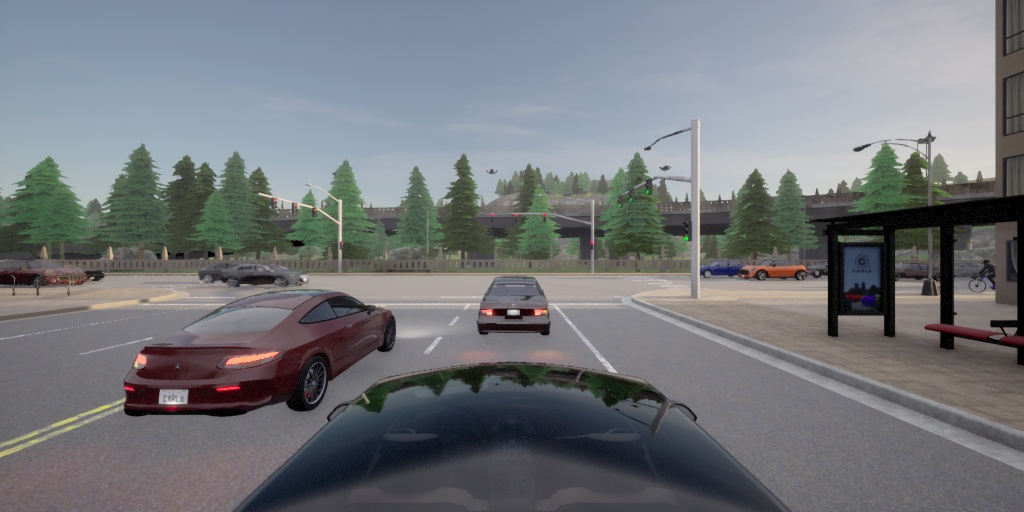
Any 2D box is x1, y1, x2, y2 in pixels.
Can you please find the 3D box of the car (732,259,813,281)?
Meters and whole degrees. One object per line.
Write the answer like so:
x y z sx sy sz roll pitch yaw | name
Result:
20.951 1.046 28.973 4.553 1.767 2.097 0 0 2 | car

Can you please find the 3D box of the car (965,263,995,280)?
38.074 1.258 30.464 4.181 1.385 1.994 0 0 17 | car

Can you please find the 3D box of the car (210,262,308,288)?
-15.290 1.195 22.276 4.902 1.511 2.128 0 1 1 | car

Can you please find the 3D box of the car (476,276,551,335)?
0.087 1.297 10.464 2.033 1.411 5.357 0 0 1 | car

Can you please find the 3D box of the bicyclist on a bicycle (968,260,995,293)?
22.755 0.995 17.060 0.582 1.620 1.656 0 0 1 | bicyclist on a bicycle

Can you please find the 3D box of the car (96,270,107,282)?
-32.602 1.295 25.959 4.718 1.301 1.895 0 0 0 | car

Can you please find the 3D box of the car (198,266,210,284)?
-19.731 1.201 25.833 4.892 1.490 1.837 -1 0 1 | car

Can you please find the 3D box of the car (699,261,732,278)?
18.905 1.172 32.527 5.008 1.535 1.882 0 0 1 | car

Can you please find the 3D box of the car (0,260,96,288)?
-29.674 1.046 22.425 4.553 1.767 2.097 0 0 0 | car

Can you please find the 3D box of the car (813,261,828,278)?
28.286 1.186 32.146 4.902 1.511 2.128 0 0 4 | car

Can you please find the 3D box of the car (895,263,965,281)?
31.528 1.242 28.457 5.357 1.411 2.033 0 0 7 | car

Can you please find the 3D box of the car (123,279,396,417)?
-3.447 1.276 5.969 1.812 1.442 4.674 0 0 0 | car
